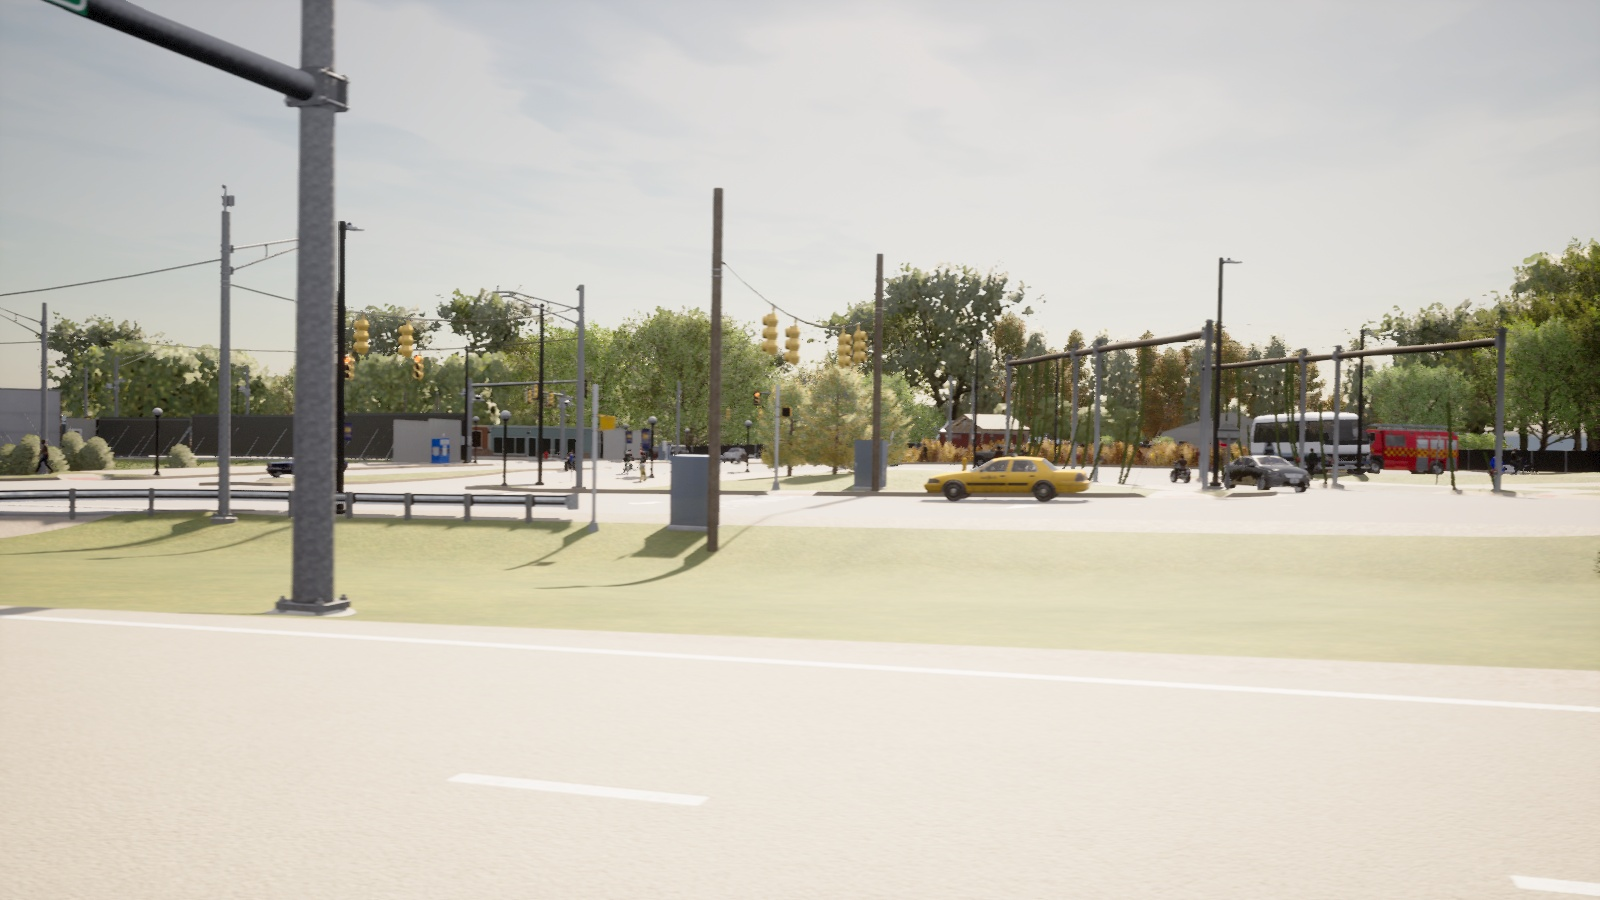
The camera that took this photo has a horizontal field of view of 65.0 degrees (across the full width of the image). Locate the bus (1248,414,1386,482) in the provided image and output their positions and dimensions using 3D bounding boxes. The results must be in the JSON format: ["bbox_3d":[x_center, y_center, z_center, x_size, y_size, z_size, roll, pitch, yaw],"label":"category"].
[{"bbox_3d":[34.503,-0.129,84.435,3.944,4.253,10.273,0,0,-8],"label":"bus"}]

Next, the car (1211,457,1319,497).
[{"bbox_3d":[18.974,1.074,51.462,2.128,1.511,4.902,1,-1,-7],"label":"car"}]

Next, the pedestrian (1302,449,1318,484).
[{"bbox_3d":[28.608,0.930,70.406,0.423,1.949,0.788,1,1,-7],"label":"pedestrian"}]

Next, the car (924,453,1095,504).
[{"bbox_3d":[6.903,0.915,41.348,5.366,1.575,1.801,0,1,18],"label":"car"}]

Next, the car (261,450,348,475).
[{"bbox_3d":[-27.378,0.675,69.504,1.895,1.301,4.718,1,1,18],"label":"car"}]

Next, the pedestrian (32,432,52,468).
[{"bbox_3d":[-39.377,0.002,65.236,0.869,1.805,0.328,0,2,-38],"label":"pedestrian"}]

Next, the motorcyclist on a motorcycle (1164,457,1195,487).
[{"bbox_3d":[21.473,1.230,71.119,0.766,1.649,2.350,1,0,-8],"label":"motorcyclist on a motorcycle"}]

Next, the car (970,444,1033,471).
[{"bbox_3d":[15.611,0.584,97.477,1.932,1.855,4.605,-1,3,-42],"label":"car"}]
